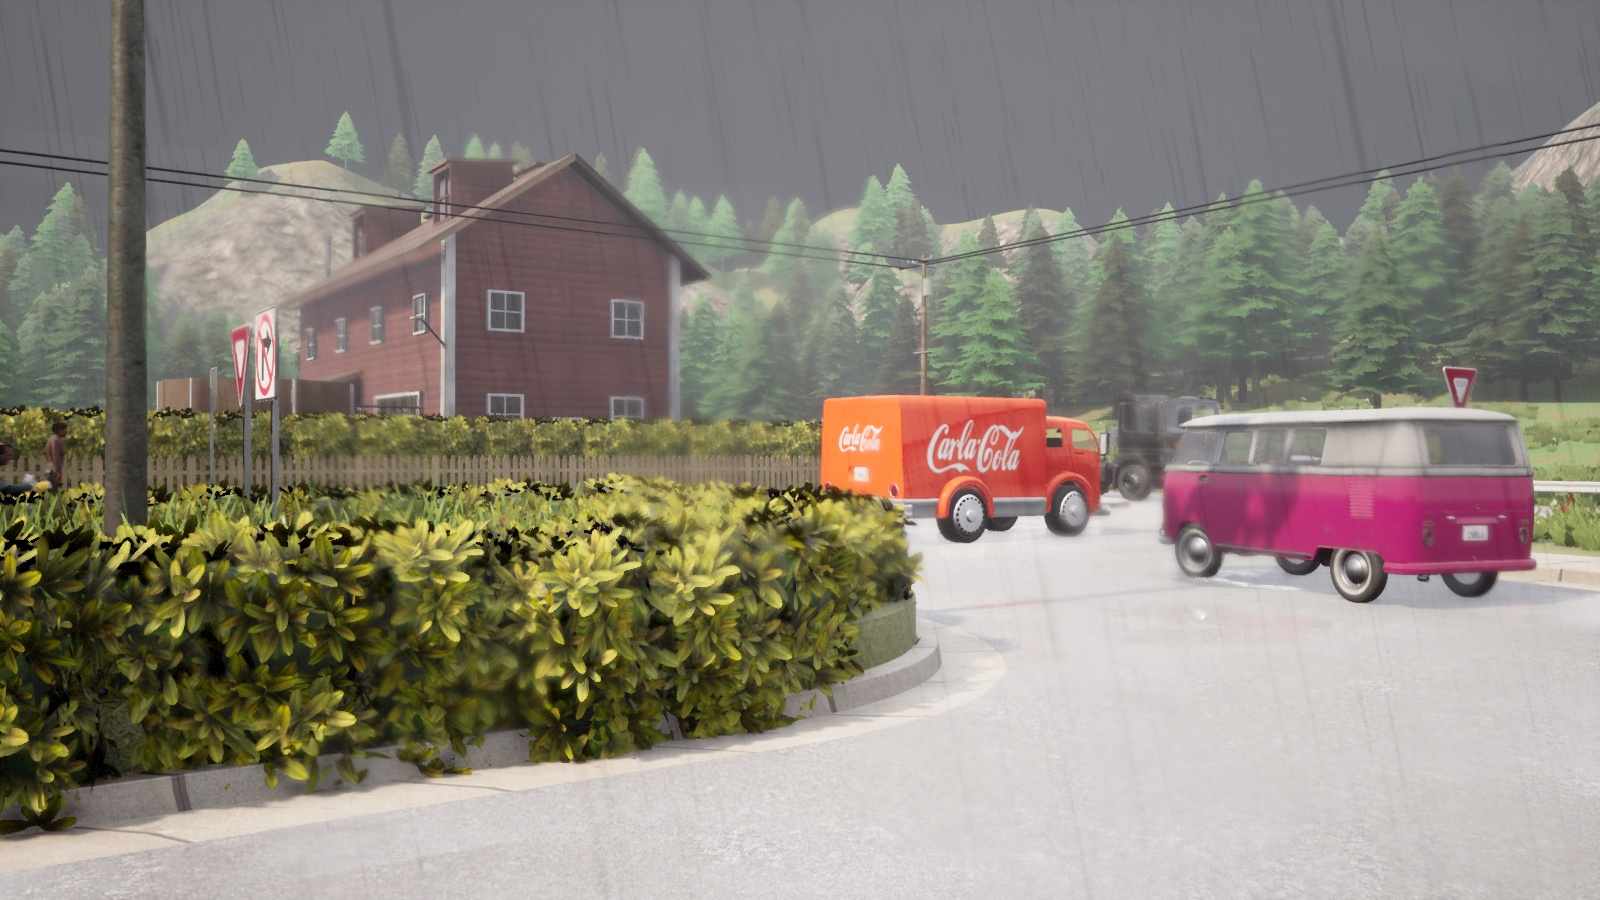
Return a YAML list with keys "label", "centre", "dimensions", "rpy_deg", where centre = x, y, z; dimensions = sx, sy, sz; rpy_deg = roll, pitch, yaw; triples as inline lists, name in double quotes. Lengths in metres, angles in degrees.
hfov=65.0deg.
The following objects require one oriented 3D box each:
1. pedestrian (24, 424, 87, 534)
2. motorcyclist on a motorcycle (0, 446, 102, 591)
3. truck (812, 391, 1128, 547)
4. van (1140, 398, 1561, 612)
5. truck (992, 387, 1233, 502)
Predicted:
- label: "pedestrian"
  centre: [-12.393, 0.478, 20.906]
  dimensions: [0.869, 1.805, 0.328]
  rpy_deg: [0, 0, -35]
- label: "motorcyclist on a motorcycle"
  centre: [-8.961, 0.752, 14.179]
  dimensions: [1.817, 1.590, 0.866]
  rpy_deg: [0, 0, -35]
- label: "truck"
  centre: [3.097, 0.305, 22.485]
  dimensions: [5.204, 2.467, 2.627]
  rpy_deg: [0, 0, -35]
- label: "van"
  centre: [5.870, 0.520, 14.076]
  dimensions: [1.775, 1.987, 4.442]
  rpy_deg: [0, 0, -19]
- label: "truck"
  centre: [10.250, -0.156, 42.166]
  dimensions: [2.891, 3.462, 7.936]
  rpy_deg: [0, 0, -34]
